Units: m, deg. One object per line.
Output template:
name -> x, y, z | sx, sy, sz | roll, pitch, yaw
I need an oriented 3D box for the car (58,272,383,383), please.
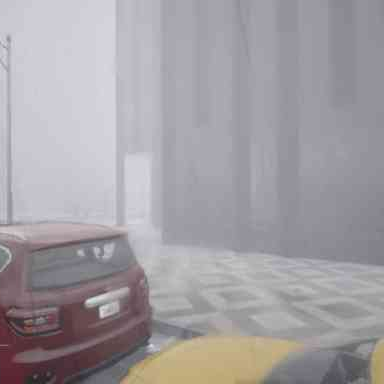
car -> 1.448, 1.523, 1.928 | 4.829, 1.417, 1.752 | -1, 0, 35

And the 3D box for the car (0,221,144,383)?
car -> -2.835, 1.374, 4.976 | 5.009, 1.841, 2.192 | -1, 0, 35
